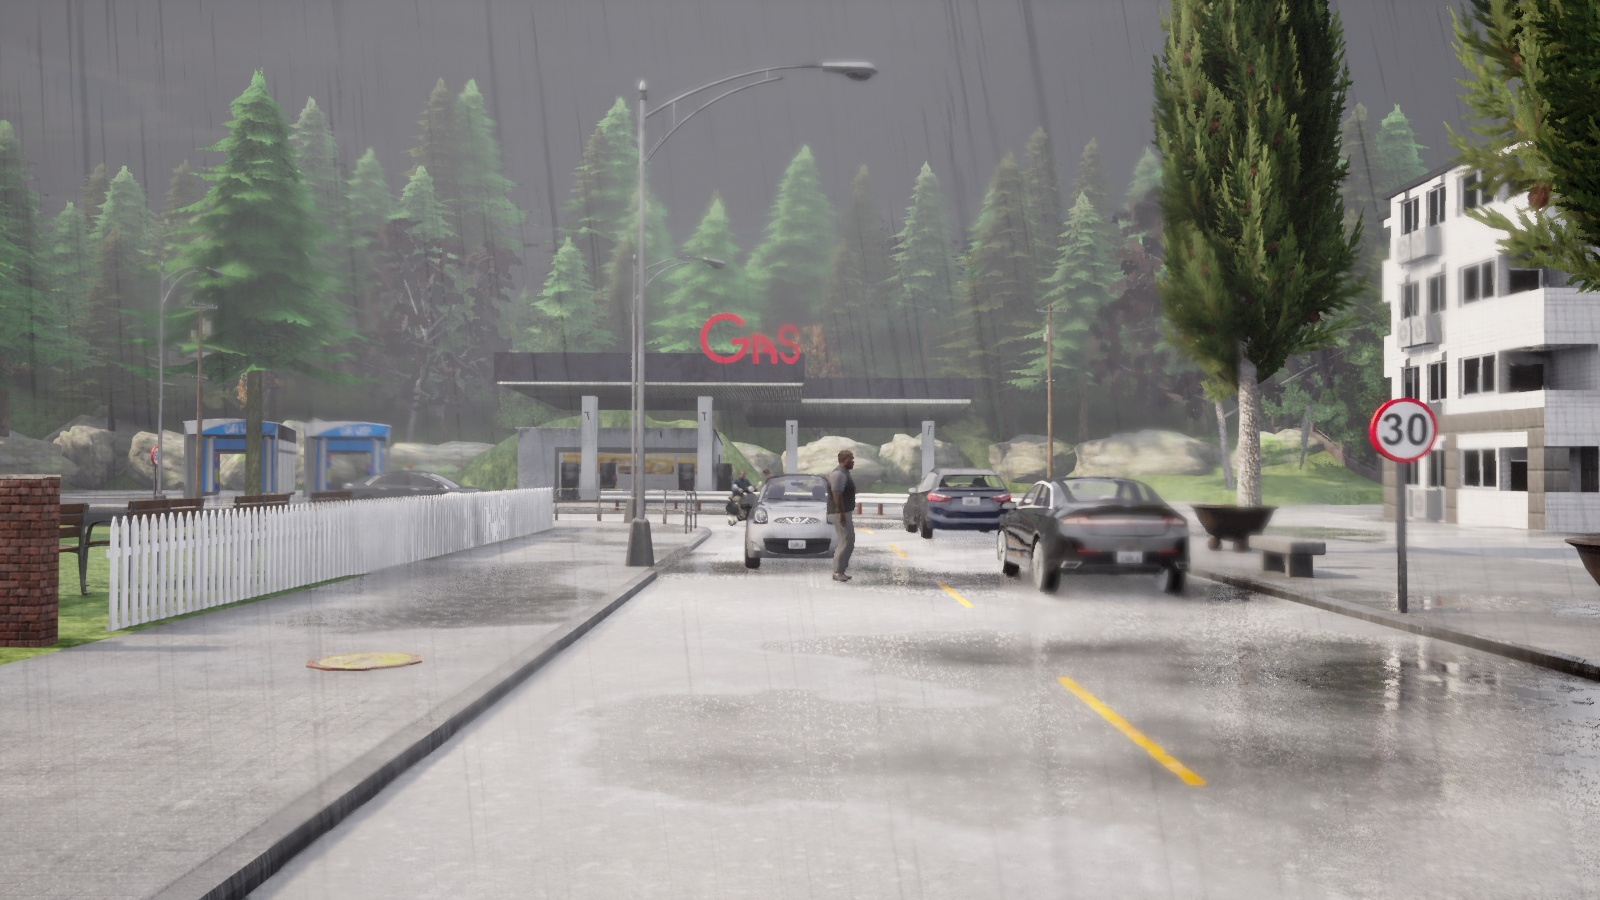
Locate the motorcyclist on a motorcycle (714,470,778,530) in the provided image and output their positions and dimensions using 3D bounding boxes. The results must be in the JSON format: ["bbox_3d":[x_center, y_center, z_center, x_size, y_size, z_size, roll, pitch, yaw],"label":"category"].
[{"bbox_3d":[-1.502,1.355,34.623,0.866,1.590,1.817,-2,0,-34],"label":"motorcyclist on a motorcycle"}]

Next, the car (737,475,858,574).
[{"bbox_3d":[-0.038,1.181,21.051,1.845,1.501,3.633,0,-1,0],"label":"car"}]

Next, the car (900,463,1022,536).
[{"bbox_3d":[3.851,1.162,30.908,2.242,1.667,4.611,0,-1,-2],"label":"car"}]

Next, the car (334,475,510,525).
[{"bbox_3d":[-11.626,1.517,38.828,4.892,1.490,1.837,0,-1,0],"label":"car"}]

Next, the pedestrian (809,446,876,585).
[{"bbox_3d":[0.597,0.895,17.393,0.849,1.883,0.563,0,-1,10],"label":"pedestrian"}]

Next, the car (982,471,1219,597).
[{"bbox_3d":[3.967,1.049,17.555,2.128,1.511,4.902,0,-1,0],"label":"car"}]
